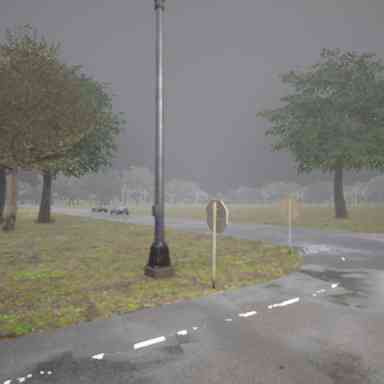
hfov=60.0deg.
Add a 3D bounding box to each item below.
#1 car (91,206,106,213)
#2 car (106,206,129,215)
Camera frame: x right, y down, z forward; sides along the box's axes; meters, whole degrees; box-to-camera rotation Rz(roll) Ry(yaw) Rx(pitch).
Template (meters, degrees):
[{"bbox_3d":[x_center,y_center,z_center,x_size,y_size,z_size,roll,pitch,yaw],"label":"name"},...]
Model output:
[{"bbox_3d":[-17.095,3.175,61.133,1.895,1.301,4.718,2,-2,-34],"label":"car"},{"bbox_3d":[-11.483,2.927,52.821,1.812,1.442,4.674,2,-2,-34],"label":"car"}]
